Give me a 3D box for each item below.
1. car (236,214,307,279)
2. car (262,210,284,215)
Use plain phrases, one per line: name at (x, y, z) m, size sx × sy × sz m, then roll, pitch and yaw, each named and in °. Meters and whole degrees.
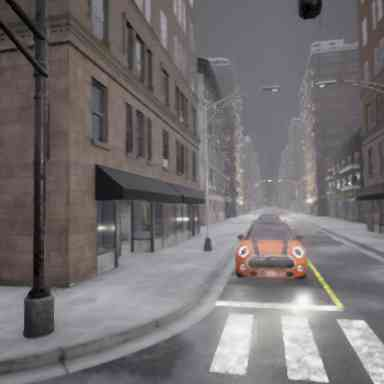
car at (2.766, 1.853, 11.732) m, size 2.097 × 1.767 × 4.553 m, roll -2°, pitch -3°, yaw 13°
car at (5.342, 2.319, 22.885) m, size 2.097 × 1.767 × 4.553 m, roll -2°, pitch -3°, yaw 13°
